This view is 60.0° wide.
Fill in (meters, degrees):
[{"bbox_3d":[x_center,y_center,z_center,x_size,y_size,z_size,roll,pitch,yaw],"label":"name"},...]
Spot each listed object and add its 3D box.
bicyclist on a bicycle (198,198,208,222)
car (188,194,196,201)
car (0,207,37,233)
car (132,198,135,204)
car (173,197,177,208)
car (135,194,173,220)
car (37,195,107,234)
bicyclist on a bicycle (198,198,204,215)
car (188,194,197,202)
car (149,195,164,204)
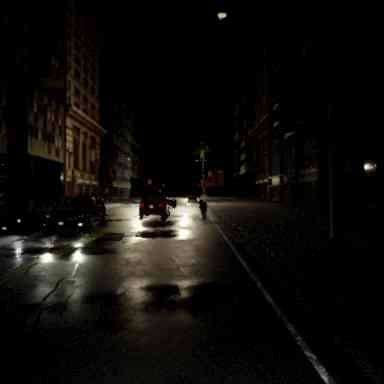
[{"bbox_3d":[0.910,1.444,24.153,0.582,1.620,1.656,0,0,0],"label":"bicyclist on a bicycle"},{"bbox_3d":[0.049,1.308,80.846,1.882,1.535,5.008,0,0,0],"label":"car"},{"bbox_3d":[-9.836,1.596,19.680,1.895,1.301,4.718,0,0,0],"label":"car"},{"bbox_3d":[-9.743,1.451,61.050,1.812,1.442,4.674,0,0,1],"label":"car"},{"bbox_3d":[-3.122,1.457,47.309,2.128,1.511,4.902,0,0,0],"label":"car"},{"bbox_3d":[-3.133,1.211,28.347,2.150,2.045,5.566,0,0,0],"label":"car"},{"bbox_3d":[-6.586,1.216,19.464,2.150,2.045,5.566,0,0,0],"label":"car"},{"bbox_3d":[0.915,1.439,33.143,0.582,1.620,1.656,0,0,0],"label":"bicyclist on a bicycle"},{"bbox_3d":[0.051,1.389,69.771,1.837,1.490,4.892,0,0,0],"label":"car"},{"bbox_3d":[-6.494,1.419,61.045,2.128,1.511,4.902,0,0,1],"label":"car"}]
